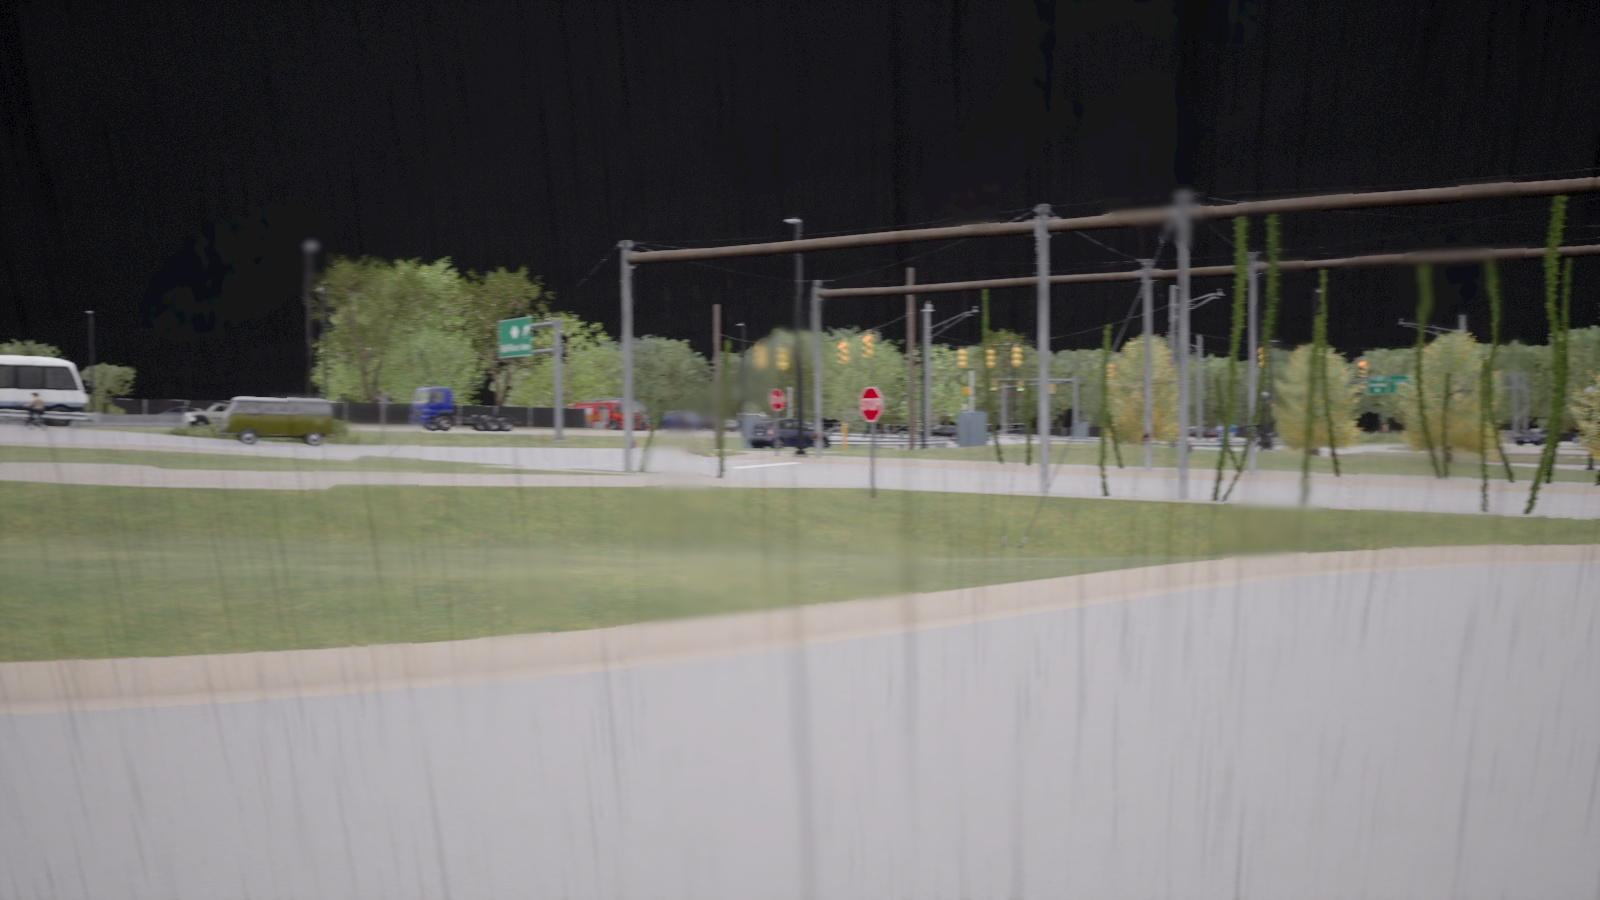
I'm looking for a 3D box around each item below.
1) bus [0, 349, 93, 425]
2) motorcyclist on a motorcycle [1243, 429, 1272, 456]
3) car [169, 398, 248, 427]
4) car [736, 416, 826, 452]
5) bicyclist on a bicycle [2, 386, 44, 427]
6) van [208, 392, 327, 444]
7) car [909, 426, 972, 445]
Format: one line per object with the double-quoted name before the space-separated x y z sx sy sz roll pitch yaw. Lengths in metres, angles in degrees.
"bus" -47.132 -3.668 72.734 10.273 4.253 3.944 0 1 -38
"motorcyclist on a motorcycle" 28.443 -0.456 78.071 0.866 1.590 1.817 1 3 -7
"car" -40.804 -2.573 86.633 4.605 1.855 1.932 0 1 -38
"car" -0.881 -0.763 60.364 3.988 1.617 1.851 1 1 -39
"bicyclist on a bicycle" -32.811 -1.847 53.032 1.509 1.612 0.866 4 6 30
"van" -22.298 -1.334 52.570 4.442 1.987 1.775 2 2 -27
"car" 10.249 -1.070 91.954 1.895 1.301 4.718 0 1 -36
